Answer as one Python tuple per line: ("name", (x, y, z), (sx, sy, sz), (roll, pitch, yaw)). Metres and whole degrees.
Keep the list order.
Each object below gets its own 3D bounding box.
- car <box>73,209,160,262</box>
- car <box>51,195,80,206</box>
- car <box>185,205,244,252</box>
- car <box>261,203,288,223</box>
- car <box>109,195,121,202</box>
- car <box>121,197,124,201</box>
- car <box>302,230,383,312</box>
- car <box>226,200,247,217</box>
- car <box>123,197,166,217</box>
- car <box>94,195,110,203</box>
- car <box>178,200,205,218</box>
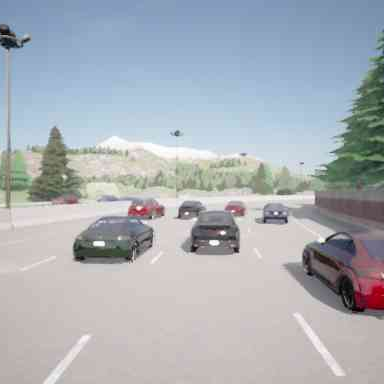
("car", (-2.660, 1.550, 12.192), (1.994, 1.385, 4.181), (0, 0, 5))
("car", (-19.382, 1.274, 51.064), (2.097, 1.767, 4.553), (0, 0, 19))
("car", (1.030, 1.500, 13.904), (1.837, 1.490, 4.892), (0, 0, 6))
("car", (6.442, 1.549, 25.895), (2.033, 1.411, 5.357), (0, 0, 12))
("car", (-10.900, 1.467, 54.010), (1.812, 1.442, 4.674), (0, 0, 21))
("car", (-8.387, 1.551, 50.809), (1.895, 1.301, 4.718), (0, 0, 20))
("car", (3.983, 1.570, 7.662), (1.994, 1.385, 4.181), (0, 0, 4))
("car", (4.163, 1.518, 31.389), (1.812, 1.442, 4.674), (0, 0, 14))
("car", (-3.735, 1.327, 28.149), (2.097, 1.767, 4.553), (0, 0, 12))
("car", (-14.168, 1.285, 55.252), (2.097, 1.767, 4.553), (0, 0, 21))
("car", (0.095, 1.488, 29.385), (1.837, 1.490, 4.892), (0, 0, 12))
